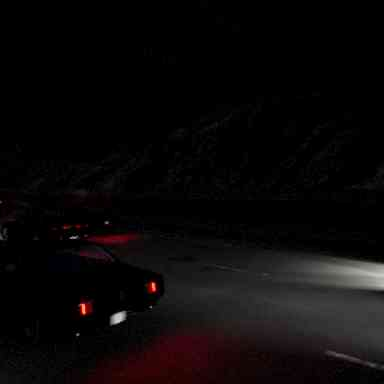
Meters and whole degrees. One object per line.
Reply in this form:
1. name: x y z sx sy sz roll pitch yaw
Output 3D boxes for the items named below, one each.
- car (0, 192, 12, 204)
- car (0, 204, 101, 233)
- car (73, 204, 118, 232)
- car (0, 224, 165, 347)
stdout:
1. car: -18.914 0.976 31.972 2.150 2.045 5.566 0 0 -39
2. car: -6.018 1.417 13.547 4.892 1.490 1.837 1 0 41
3. car: -6.081 1.373 18.308 5.008 1.535 1.882 1 0 43
4. car: -2.838 1.560 6.298 4.718 1.301 1.895 1 0 38
